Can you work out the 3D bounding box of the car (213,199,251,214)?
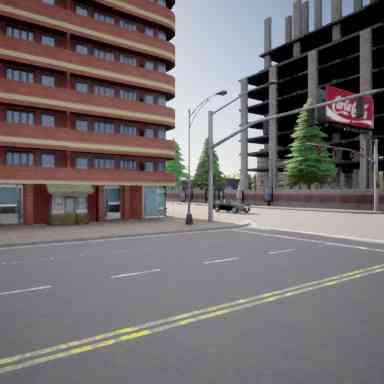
[{"bbox_3d":[4.201,1.491,35.892,2.128,1.511,4.902,0,0,-35],"label":"car"}]
